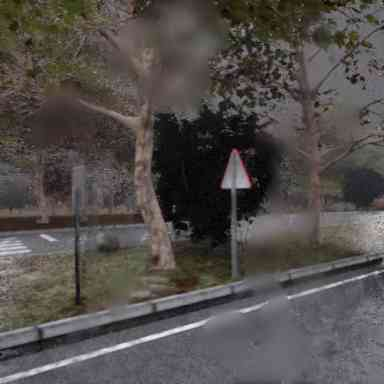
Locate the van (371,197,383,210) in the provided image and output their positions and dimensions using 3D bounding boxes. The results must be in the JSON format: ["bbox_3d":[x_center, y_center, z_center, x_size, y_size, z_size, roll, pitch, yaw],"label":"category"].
[{"bbox_3d":[28.680,1.780,49.143,1.878,1.987,4.442,2,-1,-36],"label":"van"}]
